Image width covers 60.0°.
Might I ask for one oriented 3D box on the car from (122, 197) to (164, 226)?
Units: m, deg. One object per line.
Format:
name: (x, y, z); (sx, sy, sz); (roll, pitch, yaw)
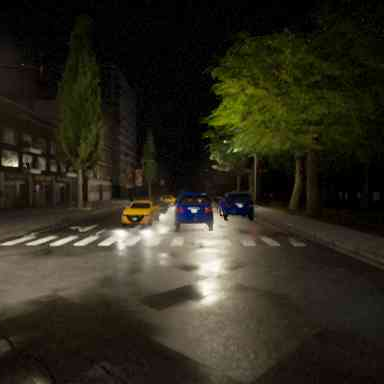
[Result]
car: (-3.311, 1.331, 22.390); (1.882, 1.535, 5.008); (0, 0, 2)

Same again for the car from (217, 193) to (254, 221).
car: (3.366, 1.053, 25.854); (2.150, 2.045, 5.566); (0, 0, 0)

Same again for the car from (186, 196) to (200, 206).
car: (0.131, 1.310, 49.365); (1.895, 1.301, 4.718); (0, 0, 0)

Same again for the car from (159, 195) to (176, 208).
car: (-3.260, 1.206, 45.269); (1.882, 1.535, 5.008); (0, 1, 0)

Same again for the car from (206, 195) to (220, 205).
car: (3.385, 1.194, 54.239); (1.837, 1.490, 4.892); (0, 0, 0)

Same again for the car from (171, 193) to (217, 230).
car: (0.113, 1.089, 20.196); (2.150, 2.045, 5.566); (0, 0, 0)

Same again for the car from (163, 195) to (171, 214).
car: (-3.301, 1.342, 32.285); (2.033, 1.411, 5.357); (0, 0, 0)
